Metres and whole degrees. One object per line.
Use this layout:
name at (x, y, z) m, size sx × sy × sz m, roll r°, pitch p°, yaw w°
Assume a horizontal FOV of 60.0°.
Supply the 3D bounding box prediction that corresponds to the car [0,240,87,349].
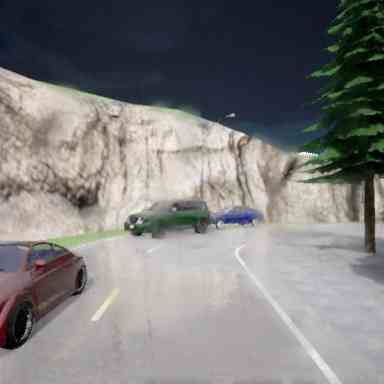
car at (-3.507, 1.644, 6.261) m, size 1.994 × 1.385 × 4.181 m, roll 0°, pitch -1°, yaw 1°

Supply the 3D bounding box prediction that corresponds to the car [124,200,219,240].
car at (-1.200, 1.460, 19.040) m, size 2.150 × 2.045 × 5.566 m, roll -1°, pitch -1°, yaw 43°

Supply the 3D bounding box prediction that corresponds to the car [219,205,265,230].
car at (2.775, 1.608, 22.502) m, size 4.674 × 1.442 × 1.812 m, roll 0°, pitch -1°, yaw -26°
